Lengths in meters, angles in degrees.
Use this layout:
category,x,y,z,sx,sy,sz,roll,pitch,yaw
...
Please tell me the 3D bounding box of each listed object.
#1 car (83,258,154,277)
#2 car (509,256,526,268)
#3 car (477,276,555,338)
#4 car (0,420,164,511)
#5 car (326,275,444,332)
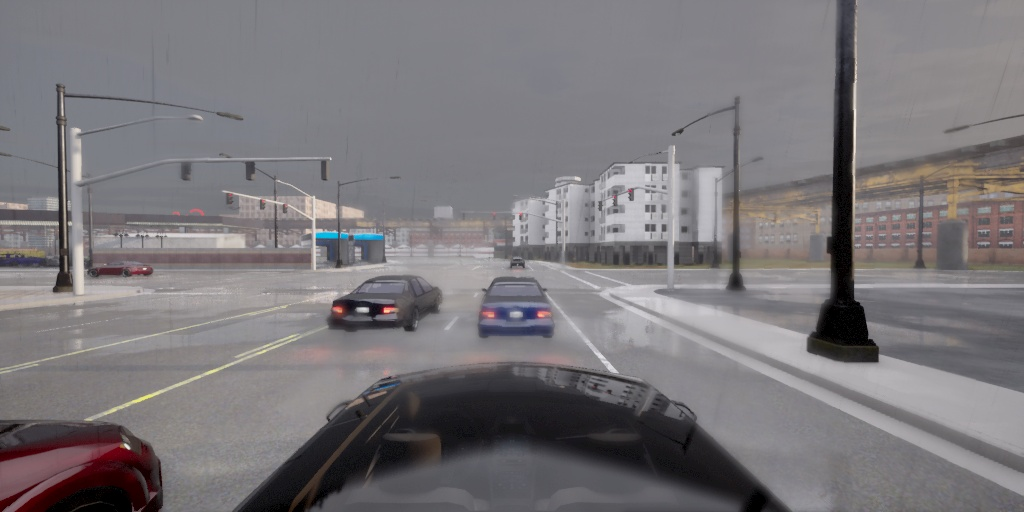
category,x,y,z,sx,sy,sz,roll,pitch,yaw
car,-33.756,1.084,30.947,4.181,1.385,1.994,0,1,-1
car,0.695,0.771,46.162,1.837,1.490,4.892,0,1,0
car,0.088,1.279,10.107,2.033,1.411,5.357,0,0,0
car,-3.394,1.314,0.711,1.994,1.385,4.181,0,0,-1
car,-3.408,1.274,10.708,2.033,1.411,5.357,0,0,0
